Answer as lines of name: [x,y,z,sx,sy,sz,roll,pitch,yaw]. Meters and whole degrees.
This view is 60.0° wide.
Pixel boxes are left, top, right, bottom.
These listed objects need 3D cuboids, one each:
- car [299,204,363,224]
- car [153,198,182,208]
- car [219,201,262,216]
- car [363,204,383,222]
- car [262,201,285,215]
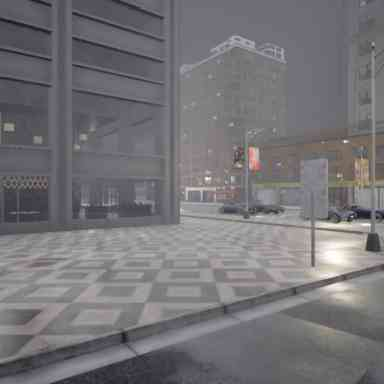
car: [10.440,1.616,25.716,1.994,1.385,4.181,0,0,-36]
car: [-3.811,1.693,51.082,2.033,1.411,5.357,0,0,-35]
car: [4.628,1.654,33.773,1.994,1.385,4.181,0,0,-36]
car: [13.711,1.648,26.735,1.895,1.301,4.718,0,0,-36]
car: [7.279,1.638,35.644,2.033,1.411,5.357,0,0,-36]
